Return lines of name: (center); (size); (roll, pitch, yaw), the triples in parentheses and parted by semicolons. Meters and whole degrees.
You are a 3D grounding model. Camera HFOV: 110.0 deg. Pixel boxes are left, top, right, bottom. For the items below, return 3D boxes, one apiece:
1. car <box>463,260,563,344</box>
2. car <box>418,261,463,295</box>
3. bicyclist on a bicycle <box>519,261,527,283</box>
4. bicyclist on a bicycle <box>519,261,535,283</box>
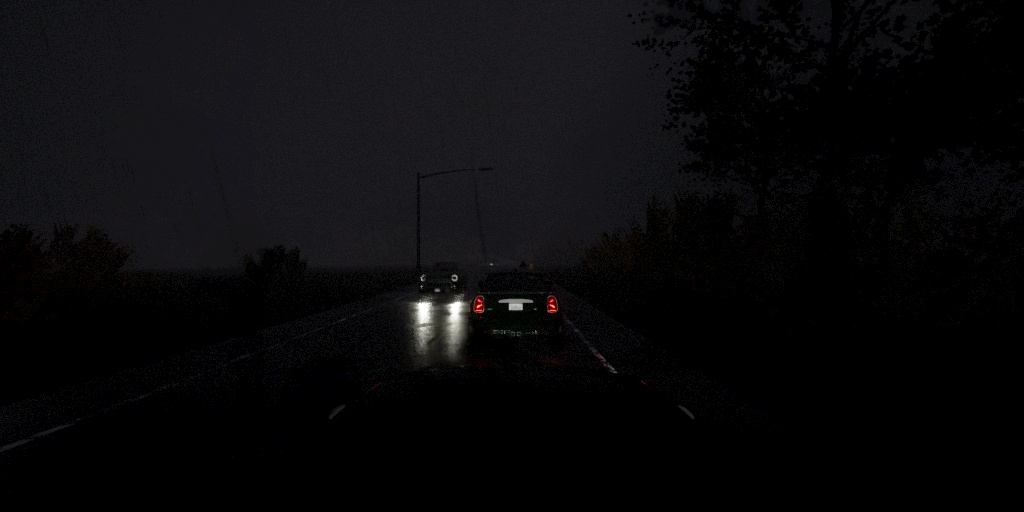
car: (0.073, 1.099, 9.751); (2.097, 1.767, 4.553); (0, 0, 0)
car: (-3.676, 1.095, 19.853); (2.097, 1.767, 4.553); (0, 0, 0)
bicyclist on a bicycle: (0.842, 1.193, 27.212); (0.582, 1.620, 1.656); (0, 0, 0)
bicyclist on a bicycle: (0.904, 1.180, 17.095); (0.866, 1.612, 1.509); (0, 0, 0)
